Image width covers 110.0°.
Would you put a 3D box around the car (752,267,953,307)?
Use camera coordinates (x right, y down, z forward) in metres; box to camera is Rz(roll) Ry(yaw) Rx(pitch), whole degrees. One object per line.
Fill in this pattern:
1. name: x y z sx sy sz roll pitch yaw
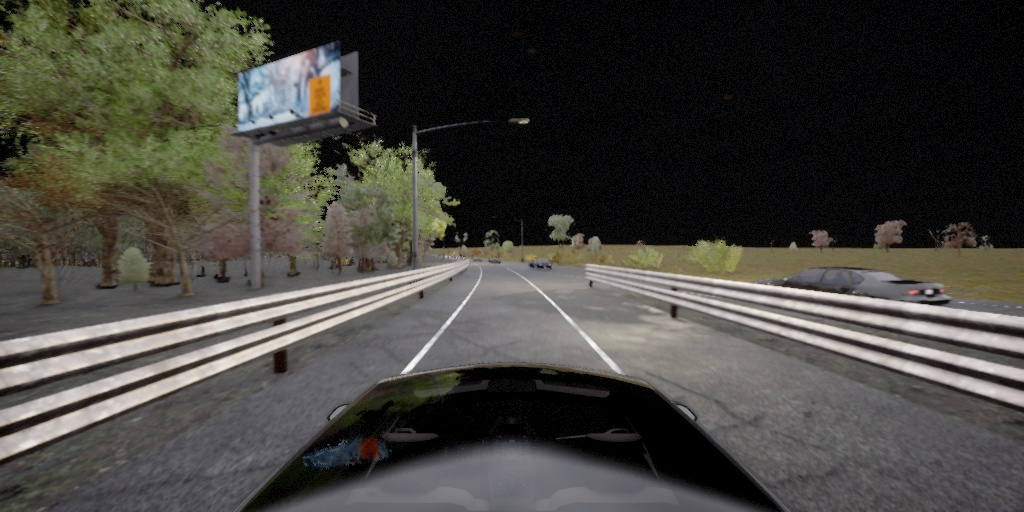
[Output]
1. car: 11.507 1.086 12.852 2.033 1.411 5.357 -1 0 -14

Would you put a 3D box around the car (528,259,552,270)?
1. car: 3.392 1.051 44.873 1.895 1.301 4.718 -1 0 -14
